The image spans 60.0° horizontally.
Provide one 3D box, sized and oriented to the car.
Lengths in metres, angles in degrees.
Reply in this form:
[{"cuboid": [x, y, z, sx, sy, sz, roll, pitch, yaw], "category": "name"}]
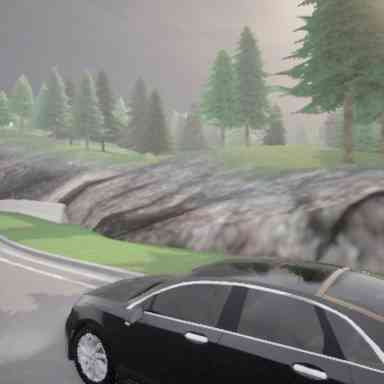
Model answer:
[{"cuboid": [0.591, 1.497, 3.609, 4.892, 1.490, 1.837, 0, 0, 36], "category": "car"}]
